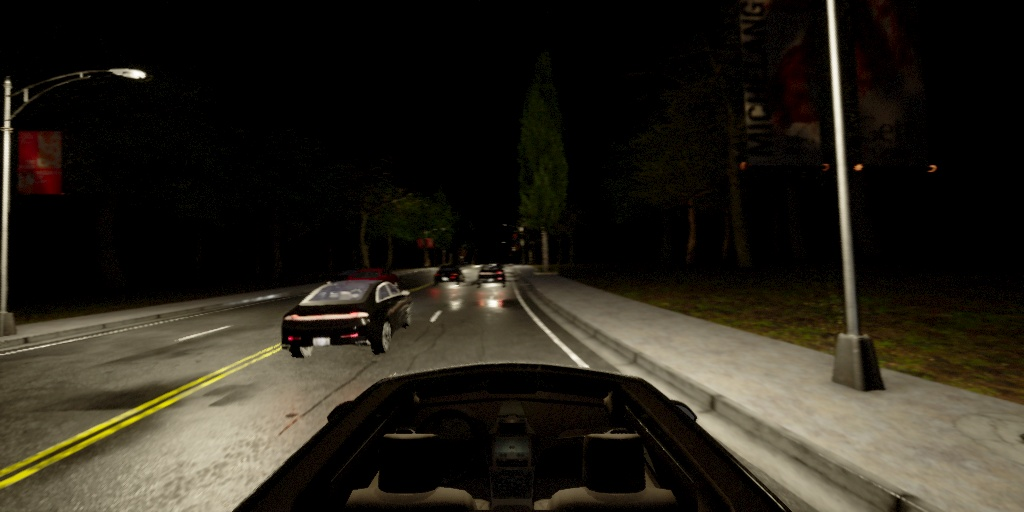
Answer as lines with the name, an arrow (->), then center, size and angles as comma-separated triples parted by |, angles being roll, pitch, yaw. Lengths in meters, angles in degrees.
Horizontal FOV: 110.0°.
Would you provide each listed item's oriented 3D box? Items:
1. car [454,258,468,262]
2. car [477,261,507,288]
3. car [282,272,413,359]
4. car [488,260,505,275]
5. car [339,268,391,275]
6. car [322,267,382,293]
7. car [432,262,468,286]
car -> -8.757, 1.056, 61.195 | 2.097, 1.767, 4.553 | -2, 0, -1
car -> -1.361, 1.273, 24.478 | 2.128, 1.511, 4.902 | -2, 0, -1
car -> -3.707, 1.341, 8.879 | 2.128, 1.511, 4.902 | -2, 0, -6
car -> -1.787, 1.329, 43.125 | 1.837, 1.490, 4.892 | -2, 0, -1
car -> -7.959, 1.460, 20.366 | 1.882, 1.535, 5.008 | -2, 0, -2
car -> -11.354, 1.643, 25.962 | 2.033, 1.411, 5.357 | -2, 0, -1
car -> -4.657, 1.412, 26.925 | 1.812, 1.442, 4.674 | -2, 0, -1
